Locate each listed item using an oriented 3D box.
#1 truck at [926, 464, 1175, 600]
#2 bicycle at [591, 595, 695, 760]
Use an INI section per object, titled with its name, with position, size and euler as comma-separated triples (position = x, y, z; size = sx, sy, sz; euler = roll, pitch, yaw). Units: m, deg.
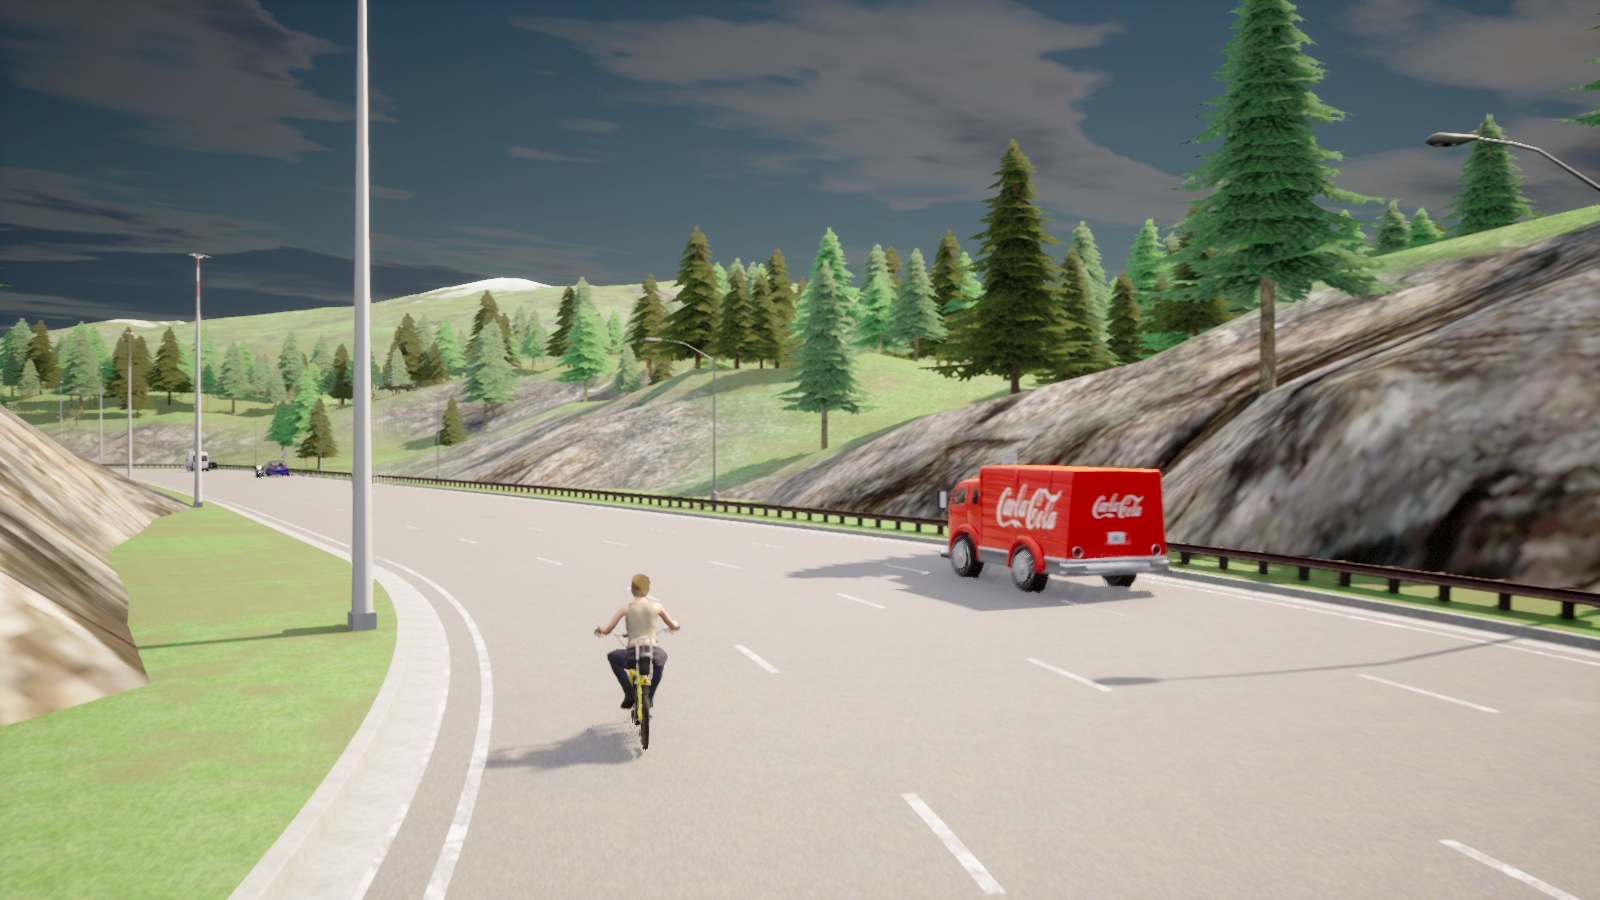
[truck]
position = 5.062, 1.560, 24.043
size = 2.627, 2.467, 5.204
euler = 0, 0, -22
[bicycle]
position = -1.553, 2.155, 11.127
size = 0.859, 1.276, 1.487
euler = -1, 0, -13
